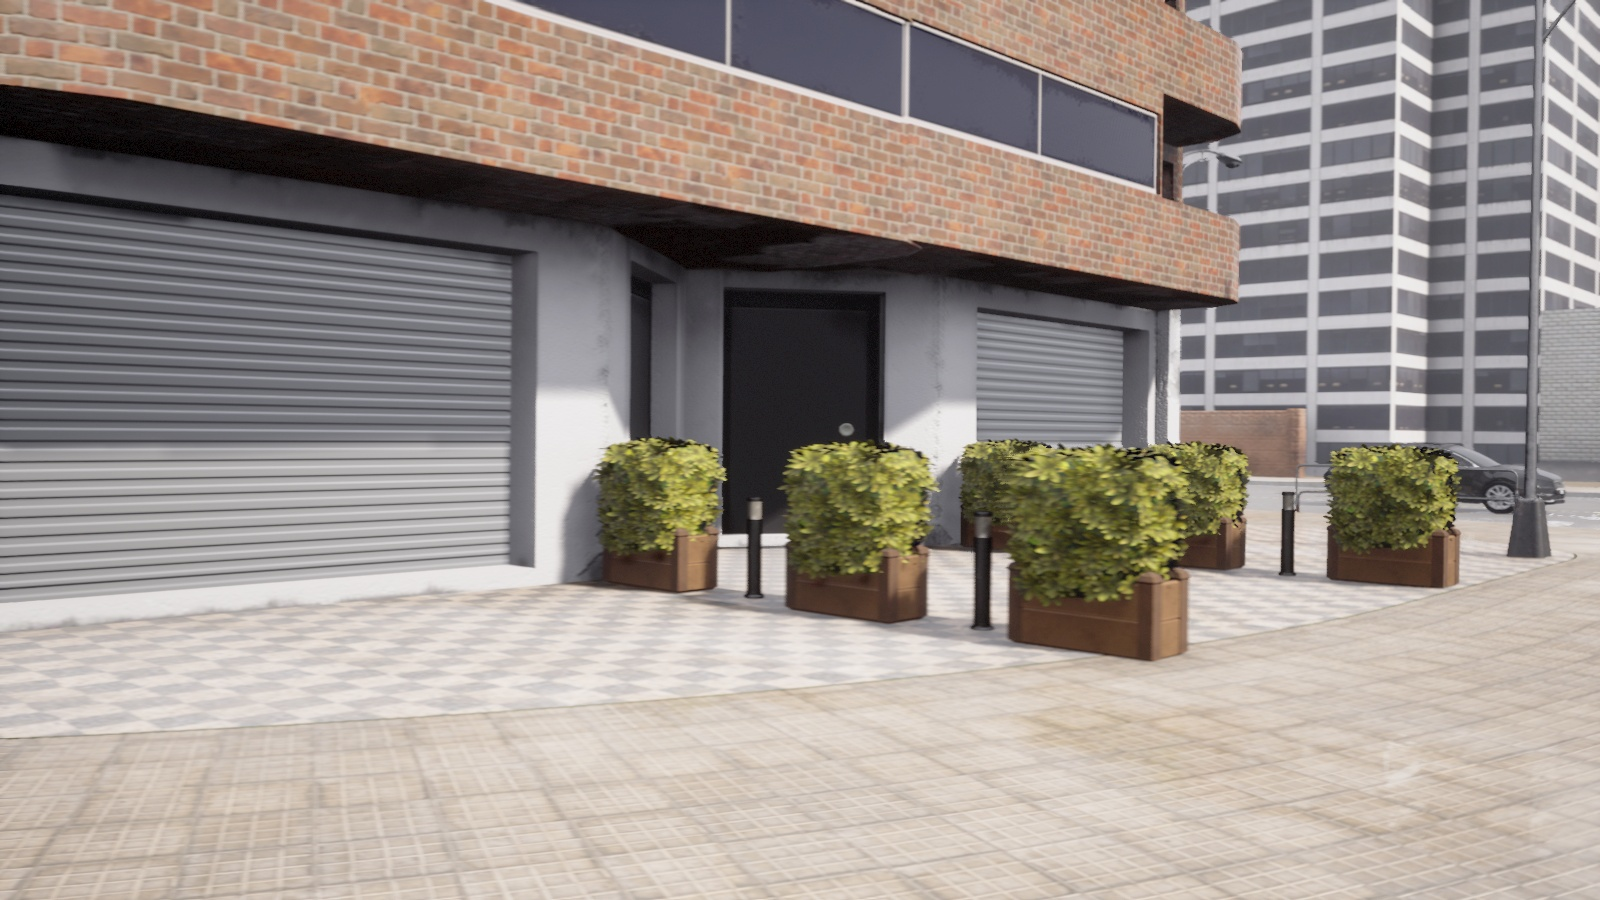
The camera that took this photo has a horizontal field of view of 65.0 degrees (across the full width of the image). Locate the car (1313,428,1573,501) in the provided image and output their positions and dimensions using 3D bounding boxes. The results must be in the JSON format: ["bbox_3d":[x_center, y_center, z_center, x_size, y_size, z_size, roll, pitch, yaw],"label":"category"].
[{"bbox_3d":[14.409,0.283,28.343,4.892,1.490,1.837,0,1,44],"label":"car"}]
